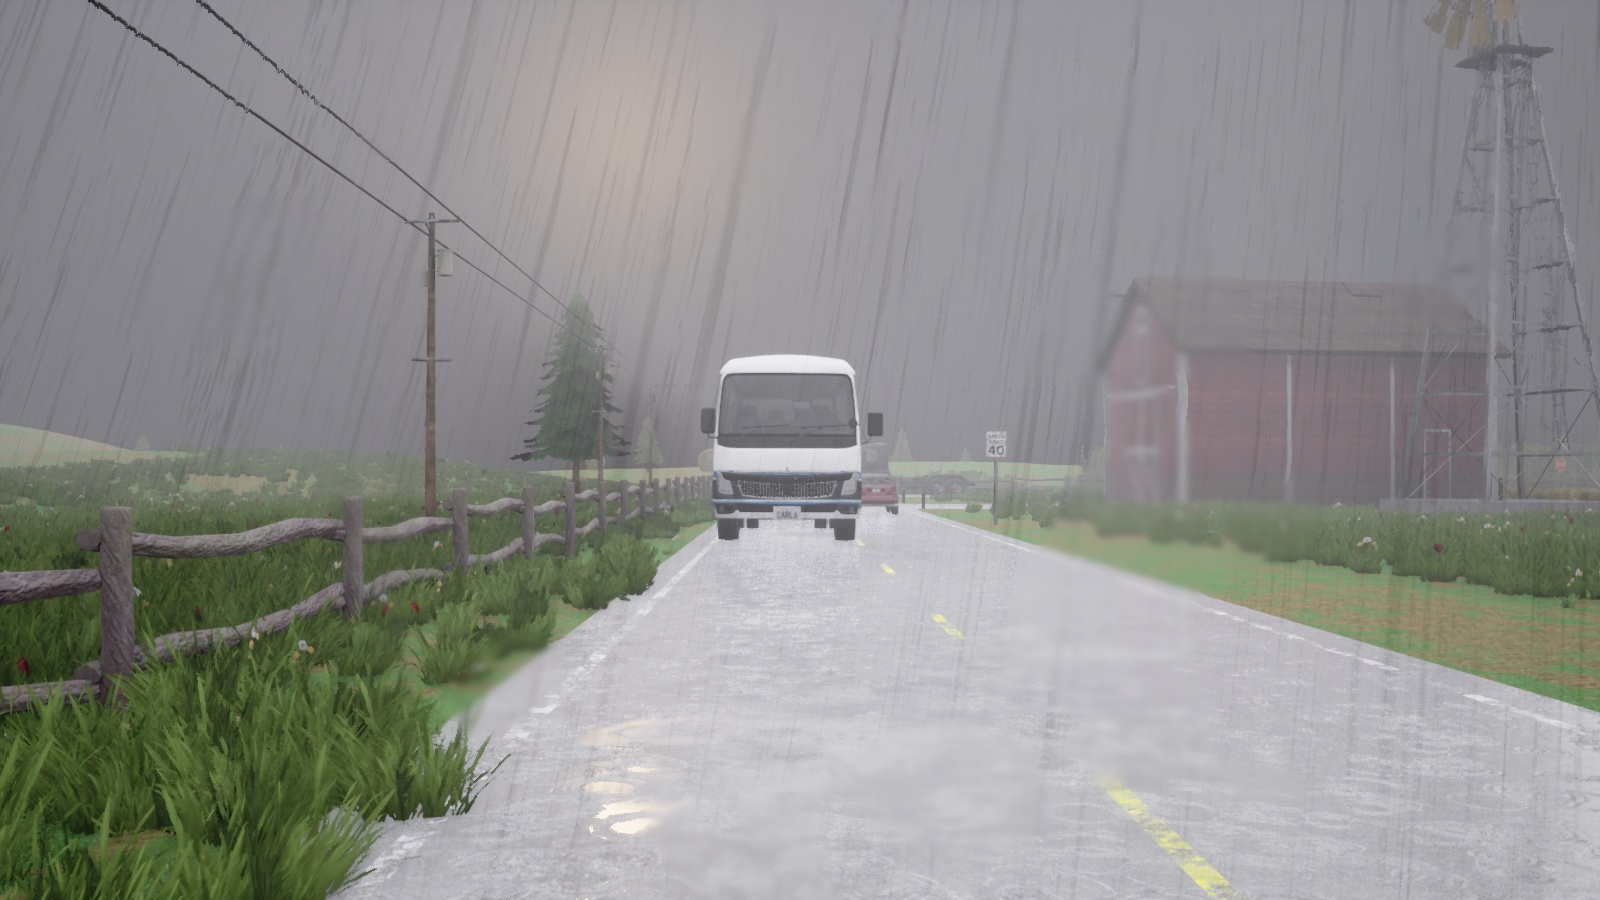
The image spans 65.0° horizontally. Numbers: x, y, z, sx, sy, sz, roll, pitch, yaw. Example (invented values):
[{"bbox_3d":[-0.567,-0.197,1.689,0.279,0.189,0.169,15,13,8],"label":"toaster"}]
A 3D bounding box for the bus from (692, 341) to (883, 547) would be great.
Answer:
[{"bbox_3d":[-0.321,-0.040,31.209,3.944,4.253,10.273,0,-1,-1],"label":"bus"}]

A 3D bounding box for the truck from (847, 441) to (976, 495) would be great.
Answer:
[{"bbox_3d":[7.195,1.167,81.661,7.936,3.462,2.891,0,-1,-7],"label":"truck"}]

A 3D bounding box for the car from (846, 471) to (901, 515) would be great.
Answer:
[{"bbox_3d":[2.707,1.563,46.778,1.789,1.549,3.705,0,-1,-1],"label":"car"}]
